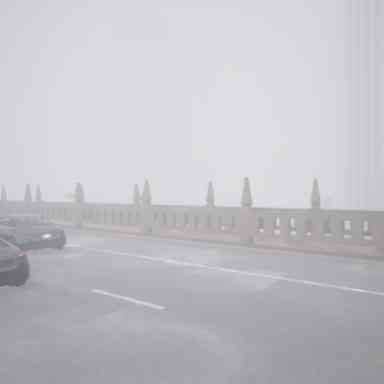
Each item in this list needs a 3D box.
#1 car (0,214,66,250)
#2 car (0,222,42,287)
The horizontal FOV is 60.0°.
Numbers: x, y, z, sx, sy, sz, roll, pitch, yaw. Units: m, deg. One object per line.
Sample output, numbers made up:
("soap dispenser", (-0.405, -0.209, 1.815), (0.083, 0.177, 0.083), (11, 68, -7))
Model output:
("car", (-6.891, 1.565, 13.205), (4.181, 1.385, 1.994), (0, 0, 35))
("car", (-5.843, 1.564, 8.158), (4.181, 1.385, 1.994), (0, 0, 35))
